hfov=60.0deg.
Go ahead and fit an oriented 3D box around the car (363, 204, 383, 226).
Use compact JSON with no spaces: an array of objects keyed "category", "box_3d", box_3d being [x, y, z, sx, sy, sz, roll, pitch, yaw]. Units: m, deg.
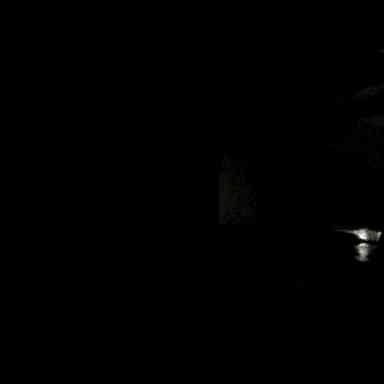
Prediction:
[{"category":"car","box_3d":[13.338,1.487,22.096,5.008,1.535,1.882,0,0,-35]}]
